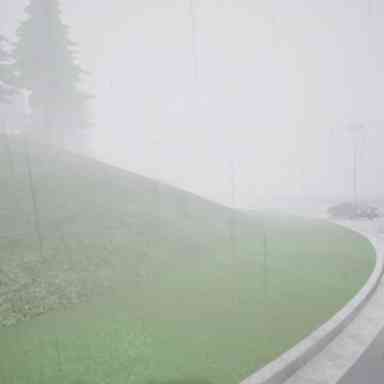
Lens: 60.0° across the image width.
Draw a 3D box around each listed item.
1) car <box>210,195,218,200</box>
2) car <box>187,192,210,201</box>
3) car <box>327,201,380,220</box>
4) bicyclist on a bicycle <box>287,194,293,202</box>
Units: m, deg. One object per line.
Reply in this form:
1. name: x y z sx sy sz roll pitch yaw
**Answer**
1. car: 4.762 1.372 84.341 2.033 1.411 5.357 0 0 -25
2. car: 1.573 1.069 82.897 2.150 2.045 5.566 0 0 -25
3. car: 12.830 1.464 26.788 2.033 1.411 5.357 0 0 -1
4. bicyclist on a bicycle: 18.783 1.136 63.743 1.656 1.620 0.582 -1 0 -25
